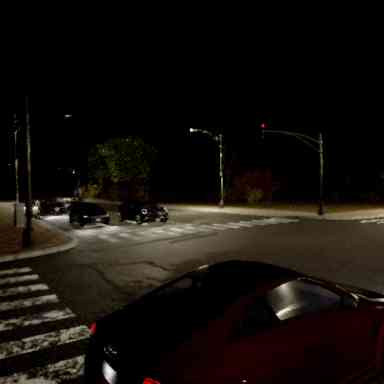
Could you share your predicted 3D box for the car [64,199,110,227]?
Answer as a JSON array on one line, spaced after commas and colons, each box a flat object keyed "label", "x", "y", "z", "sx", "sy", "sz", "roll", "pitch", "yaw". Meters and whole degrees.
[{"label": "car", "x": -7.186, "y": 1.498, "z": 22.963, "sx": 1.812, "sy": 1.442, "sz": 4.674, "roll": -2, "pitch": 1, "yaw": -33}]

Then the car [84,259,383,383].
[{"label": "car", "x": 0.897, "y": 1.574, "z": 4.098, "sx": 4.181, "sy": 1.385, "sz": 1.994, "roll": 1, "pitch": 0, "yaw": -36}]

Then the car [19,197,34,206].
[{"label": "car", "x": -25.781, "y": 1.467, "z": 51.762, "sx": 2.128, "sy": 1.511, "sz": 4.902, "roll": -2, "pitch": 1, "yaw": -33}]

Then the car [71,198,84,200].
[{"label": "car", "x": -12.775, "y": 1.425, "z": 37.536, "sx": 2.033, "sy": 1.411, "sz": 5.357, "roll": -2, "pitch": 1, "yaw": -33}]

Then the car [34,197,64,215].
[{"label": "car", "x": -14.225, "y": 1.465, "z": 33.802, "sx": 2.128, "sy": 1.511, "sz": 4.902, "roll": -2, "pitch": 1, "yaw": -33}]

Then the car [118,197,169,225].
[{"label": "car", "x": -3.472, "y": 1.225, "z": 23.313, "sx": 2.097, "sy": 1.767, "sz": 4.553, "roll": -2, "pitch": 1, "yaw": -35}]

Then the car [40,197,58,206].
[{"label": "car", "x": -23.216, "y": 1.508, "z": 53.791, "sx": 1.895, "sy": 1.301, "sz": 4.718, "roll": -2, "pitch": 1, "yaw": -33}]
